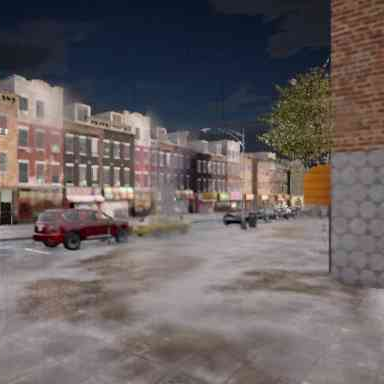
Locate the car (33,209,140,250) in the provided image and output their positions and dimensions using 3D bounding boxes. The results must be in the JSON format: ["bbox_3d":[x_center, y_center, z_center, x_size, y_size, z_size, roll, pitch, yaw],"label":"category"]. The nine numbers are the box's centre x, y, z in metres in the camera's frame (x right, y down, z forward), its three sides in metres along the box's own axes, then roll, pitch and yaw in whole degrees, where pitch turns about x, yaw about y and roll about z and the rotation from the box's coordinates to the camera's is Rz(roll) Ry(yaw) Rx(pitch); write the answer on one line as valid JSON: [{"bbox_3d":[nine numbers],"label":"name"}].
[{"bbox_3d":[-5.329,1.756,16.678,2.192,1.841,5.009,-1,-2,36],"label":"car"}]

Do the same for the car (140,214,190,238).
[{"bbox_3d":[-1.993,2.071,21.313,1.752,1.417,4.829,-1,-2,36],"label":"car"}]

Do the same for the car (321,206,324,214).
[{"bbox_3d":[17.319,2.606,48.195,1.967,1.590,4.097,-2,-2,36],"label":"car"}]

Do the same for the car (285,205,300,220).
[{"bbox_3d":[10.850,2.535,39.185,1.802,1.307,4.206,-2,-2,36],"label":"car"}]

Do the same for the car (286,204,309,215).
[{"bbox_3d":[16.347,2.687,51.332,1.882,1.535,5.008,0,-1,36],"label":"car"}]

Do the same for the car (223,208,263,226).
[{"bbox_3d":[4.379,2.312,30.180,1.947,1.339,4.313,-2,-2,36],"label":"car"}]

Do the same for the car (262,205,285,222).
[{"bbox_3d":[7.614,2.400,34.684,2.008,1.369,4.403,-2,-2,36],"label":"car"}]

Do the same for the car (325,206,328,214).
[{"bbox_3d":[20.556,2.825,52.694,2.008,1.369,4.403,-2,-2,36],"label":"car"}]

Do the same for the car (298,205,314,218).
[{"bbox_3d":[14.085,2.603,43.689,1.887,1.381,4.507,-2,-2,36],"label":"car"}]
